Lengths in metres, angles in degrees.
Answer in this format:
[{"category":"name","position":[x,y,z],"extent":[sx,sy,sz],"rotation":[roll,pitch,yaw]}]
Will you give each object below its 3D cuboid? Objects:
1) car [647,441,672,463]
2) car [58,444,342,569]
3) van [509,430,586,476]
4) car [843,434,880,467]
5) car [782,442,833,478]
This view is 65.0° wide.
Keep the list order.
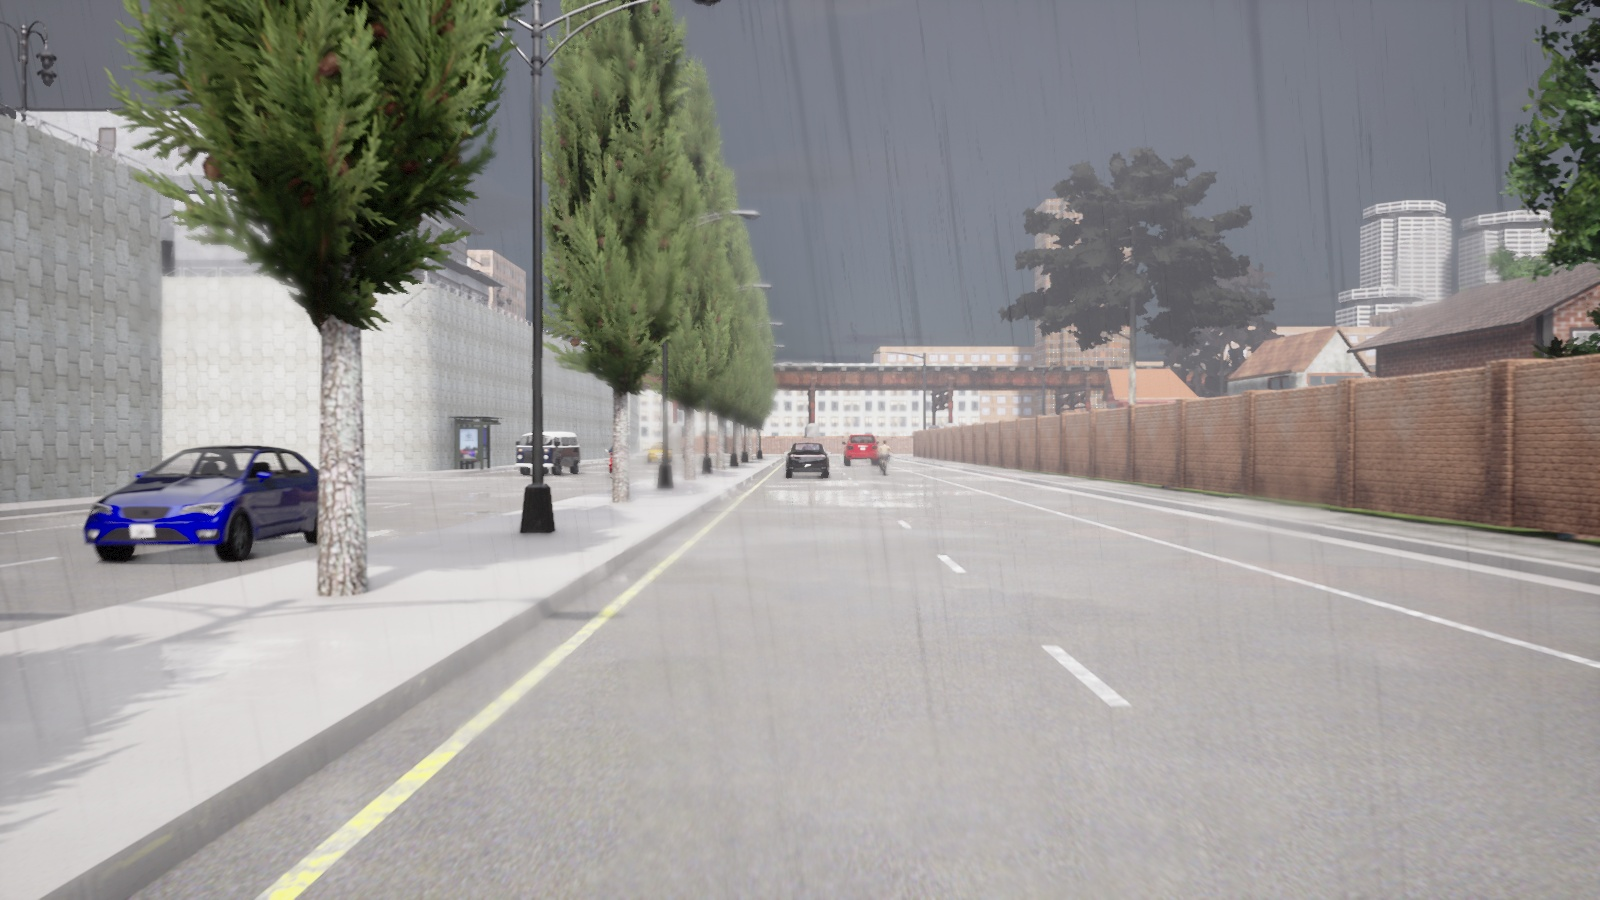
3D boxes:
[{"category":"car","position":[-10.719,0.136,95.822],"extent":[1.801,1.575,5.366],"rotation":[0,0,-7]},{"category":"car","position":[-7.888,0.658,16.997],"extent":[1.816,1.474,4.193],"rotation":[0,0,0]},{"category":"van","position":[-11.629,0.133,58.068],"extent":[2.069,2.038,4.480],"rotation":[0,0,9]},{"category":"car","position":[3.981,0.007,81.837],"extent":[2.150,2.045,5.566],"rotation":[0,0,0]},{"category":"car","position":[0.325,0.396,54.525],"extent":[2.128,1.511,4.902],"rotation":[0,0,0]}]
